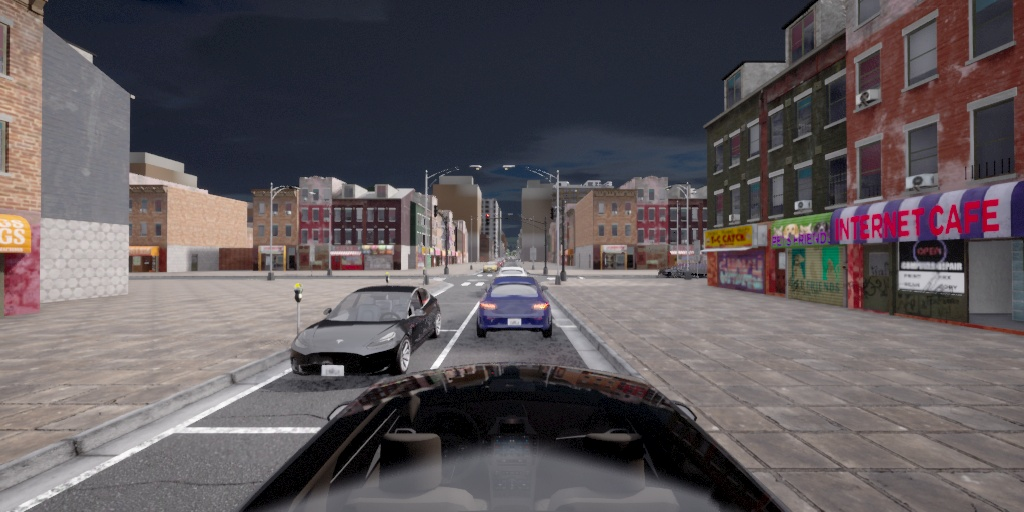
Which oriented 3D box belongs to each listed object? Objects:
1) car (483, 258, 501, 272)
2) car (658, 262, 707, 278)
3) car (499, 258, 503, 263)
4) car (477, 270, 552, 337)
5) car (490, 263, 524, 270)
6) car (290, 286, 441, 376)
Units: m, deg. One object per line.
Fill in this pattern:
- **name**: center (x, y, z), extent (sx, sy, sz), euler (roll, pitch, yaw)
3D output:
- **car**: center (-2.707, 1.322, 45.058), extent (1.751, 1.417, 4.829), euler (0, 0, 0)
- **car**: center (16.422, 1.296, 33.069), extent (5.357, 1.411, 2.033), euler (0, 0, 0)
- **car**: center (-2.717, 1.355, 50.833), extent (1.888, 1.381, 4.507), euler (0, 0, 0)
- **car**: center (0.065, 1.278, 10.141), extent (1.812, 1.442, 4.674), euler (0, 0, 0)
- **car**: center (-0.010, 1.284, 19.275), extent (1.812, 1.442, 4.674), euler (0, 0, 0)
- **car**: center (-2.647, 1.317, 7.459), extent (1.948, 1.339, 4.313), euler (0, 0, 0)
